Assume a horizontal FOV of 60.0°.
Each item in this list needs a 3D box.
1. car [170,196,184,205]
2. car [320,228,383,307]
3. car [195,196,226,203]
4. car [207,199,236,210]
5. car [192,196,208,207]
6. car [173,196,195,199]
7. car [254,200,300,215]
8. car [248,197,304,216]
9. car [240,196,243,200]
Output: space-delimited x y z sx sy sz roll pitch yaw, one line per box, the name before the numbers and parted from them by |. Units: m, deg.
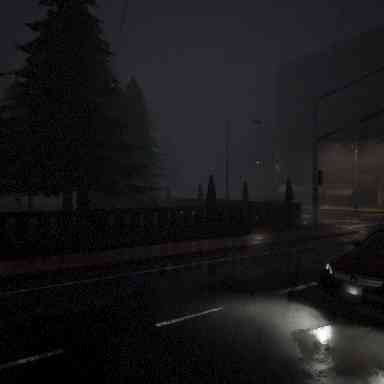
car | -2.551 1.436 56.516 2.128 1.511 4.902 0 0 0
car | 4.829 1.526 7.421 4.674 1.442 1.812 0 0 -36
car | 2.498 1.470 36.813 1.812 1.442 4.674 0 0 -28
car | 3.673 1.545 42.243 1.895 1.301 4.718 0 0 -20
car | 1.217 1.422 52.383 1.882 1.535 5.008 0 0 -6
car | -1.213 1.470 46.286 1.812 1.442 4.674 0 0 -14
car | 8.456 1.508 33.450 1.994 1.385 4.181 0 0 -32
car | 7.287 1.422 28.803 1.882 1.535 5.008 0 0 -33
car | 9.301 1.492 47.297 2.033 1.411 5.357 0 0 -17
